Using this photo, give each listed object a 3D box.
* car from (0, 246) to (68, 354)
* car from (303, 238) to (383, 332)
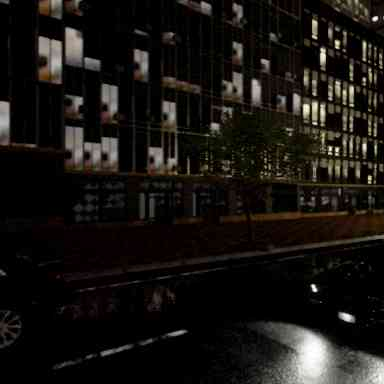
[{"bbox_3d":[-4.303,1.491,4.562,4.892,1.490,1.837,1,-1,-35],"label":"car"},{"bbox_3d":[4.654,1.665,6.883,5.357,1.411,2.033,1,-1,-35],"label":"car"}]
